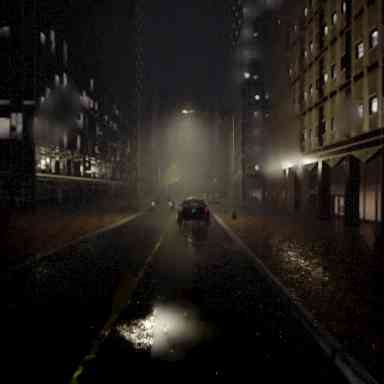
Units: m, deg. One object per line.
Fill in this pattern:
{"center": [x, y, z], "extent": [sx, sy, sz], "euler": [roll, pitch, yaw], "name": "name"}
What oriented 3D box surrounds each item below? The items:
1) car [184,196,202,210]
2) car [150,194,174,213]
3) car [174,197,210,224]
{"center": [0.106, 1.253, 39.593], "extent": [2.033, 1.411, 5.357], "euler": [0, 0, 0], "name": "car"}
{"center": [-2.838, 1.104, 32.889], "extent": [2.097, 1.767, 4.553], "euler": [0, 0, 0], "name": "car"}
{"center": [0.101, 1.177, 23.026], "extent": [2.097, 1.767, 4.553], "euler": [0, 0, 0], "name": "car"}
